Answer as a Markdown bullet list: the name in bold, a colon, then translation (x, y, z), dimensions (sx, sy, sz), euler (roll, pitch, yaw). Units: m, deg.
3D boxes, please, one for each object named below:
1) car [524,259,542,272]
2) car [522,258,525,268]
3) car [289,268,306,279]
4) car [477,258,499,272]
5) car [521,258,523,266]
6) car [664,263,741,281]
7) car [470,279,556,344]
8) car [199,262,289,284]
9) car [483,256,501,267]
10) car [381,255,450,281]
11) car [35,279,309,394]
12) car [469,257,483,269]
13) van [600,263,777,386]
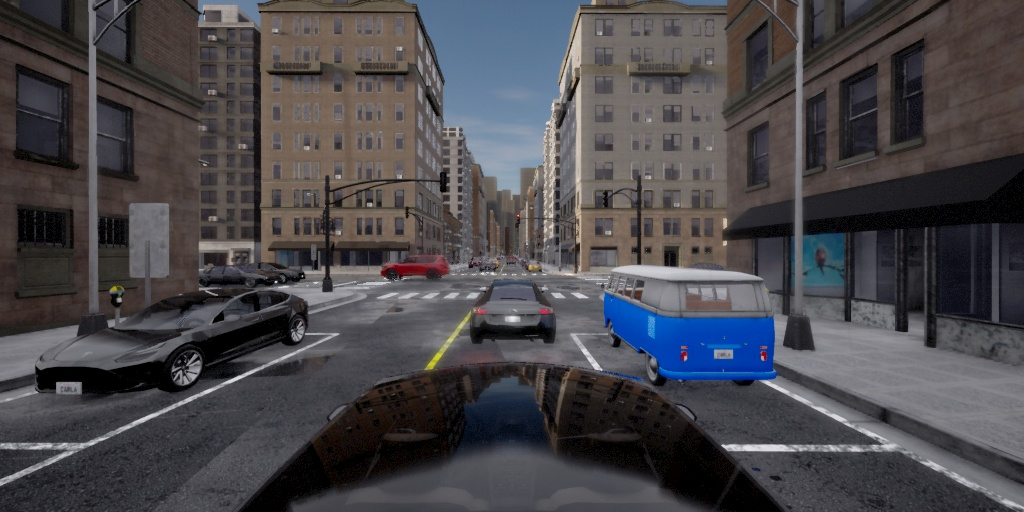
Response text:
- **car**: translation (2.920, 1.267, 46.072), dimensions (1.751, 1.417, 4.829), euler (0, 0, 0)
- **car**: translation (2.880, 1.178, 51.428), dimensions (1.967, 1.591, 4.097), euler (0, 0, 0)
- **car**: translation (-17.864, 1.230, 26.396), dimensions (4.892, 1.490, 1.837), euler (0, 0, 0)
- **car**: translation (-3.036, 1.305, 45.866), dimensions (1.994, 1.385, 4.181), euler (0, 0, -1)
- **car**: translation (2.838, 1.286, 56.954), dimensions (2.007, 1.370, 4.403), euler (0, 0, 0)
- **car**: translation (15.867, 1.288, 30.031), dimensions (5.357, 1.411, 2.033), euler (0, 0, 0)
- **car**: translation (0.044, 1.314, 9.636), dimensions (1.994, 1.385, 4.181), euler (0, 0, 1)
- **car**: translation (-17.894, 1.281, 23.144), dimensions (5.357, 1.411, 2.033), euler (0, 0, 0)
- **car**: translation (-3.104, 1.214, 56.258), dimensions (1.882, 1.535, 5.008), euler (0, 0, 0)
- **car**: translation (-7.950, 0.960, 29.901), dimensions (5.566, 2.045, 2.150), euler (0, 0, 0)
- **car**: translation (-5.642, 1.315, 6.756), dimensions (1.948, 1.339, 4.313), euler (0, 0, 0)
- **car**: translation (-5.687, 1.050, 56.891), dimensions (2.192, 1.841, 5.009), euler (0, 0, 0)
- **van**: translation (2.883, 1.090, 6.712), dimensions (1.690, 1.789, 3.998), euler (0, 0, 0)
